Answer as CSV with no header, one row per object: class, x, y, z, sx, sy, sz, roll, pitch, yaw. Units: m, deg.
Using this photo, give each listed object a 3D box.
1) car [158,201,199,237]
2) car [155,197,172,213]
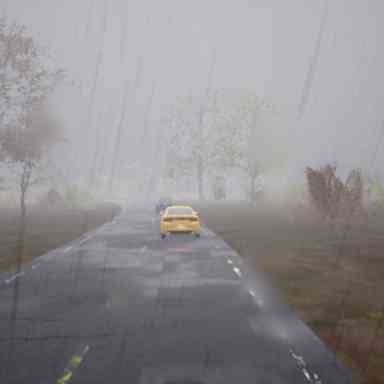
car,-0.711,1.492,18.063,1.882,1.535,5.008,0,0,-4
car,-3.203,1.399,38.533,2.097,1.767,4.553,0,0,-9
